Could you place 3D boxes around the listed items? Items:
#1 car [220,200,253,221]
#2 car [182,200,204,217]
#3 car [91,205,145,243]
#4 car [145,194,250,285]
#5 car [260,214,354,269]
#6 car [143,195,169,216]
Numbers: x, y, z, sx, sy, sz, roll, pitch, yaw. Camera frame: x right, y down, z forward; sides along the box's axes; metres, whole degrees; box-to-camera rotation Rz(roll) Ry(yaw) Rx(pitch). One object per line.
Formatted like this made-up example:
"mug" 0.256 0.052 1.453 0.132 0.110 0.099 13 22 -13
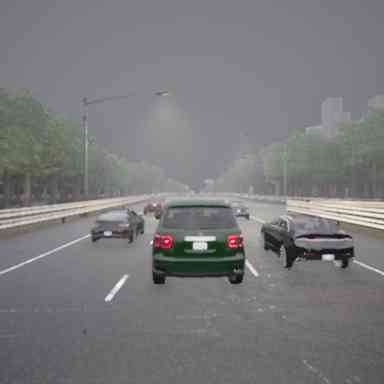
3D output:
"car" 3.570 1.477 27.641 2.033 1.411 5.357 0 0 0
"car" 0.078 1.509 31.253 1.895 1.301 4.718 0 0 0
"car" -3.421 1.503 15.843 1.812 1.442 4.674 0 0 0
"car" 0.088 1.210 9.597 2.150 2.045 5.566 0 0 -2
"car" 3.567 1.479 11.107 2.128 1.511 4.902 0 0 0
"car" -3.425 1.251 32.653 2.097 1.767 4.553 0 0 0
